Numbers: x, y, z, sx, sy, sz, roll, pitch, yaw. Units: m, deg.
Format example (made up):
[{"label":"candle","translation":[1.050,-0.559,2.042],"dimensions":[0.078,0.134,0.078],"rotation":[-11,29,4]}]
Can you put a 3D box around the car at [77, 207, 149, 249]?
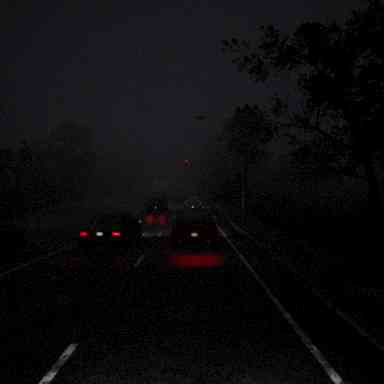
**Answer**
[{"label":"car","translation":[-3.404,1.611,14.750],"dimensions":[2.033,1.411,5.357],"rotation":[0,0,0]}]

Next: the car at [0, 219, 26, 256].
[{"label":"car","translation":[-7.102,1.572,10.660],"dimensions":[1.812,1.442,4.674],"rotation":[0,0,0]}]

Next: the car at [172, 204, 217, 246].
[{"label":"car","translation":[0.095,1.544,15.573],"dimensions":[1.882,1.535,5.008],"rotation":[0,0,0]}]

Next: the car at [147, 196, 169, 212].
[{"label":"car","translation":[-3.406,1.132,33.728],"dimensions":[2.128,1.511,4.902],"rotation":[0,3,0]}]

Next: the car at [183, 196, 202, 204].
[{"label":"car","translation":[0.094,1.130,34.507],"dimensions":[1.812,1.442,4.674],"rotation":[0,3,0]}]
